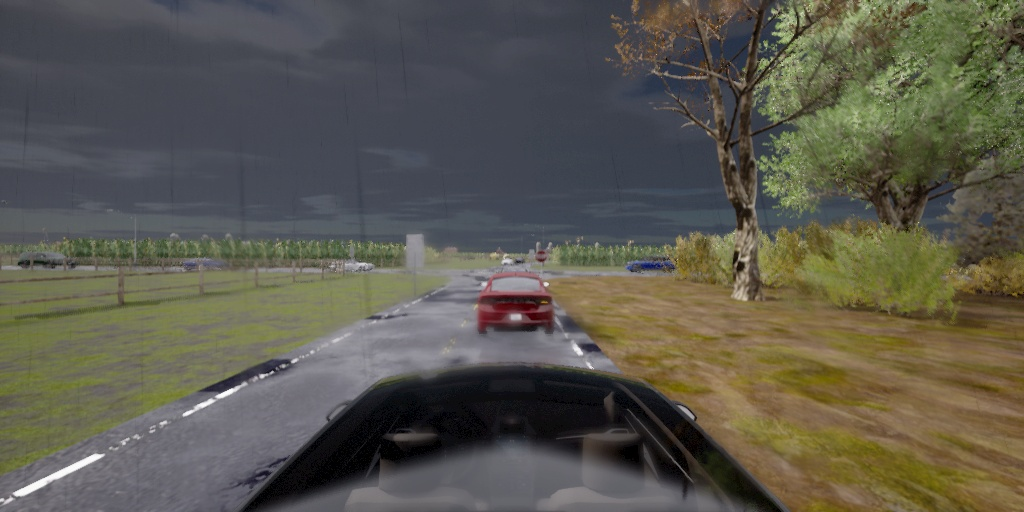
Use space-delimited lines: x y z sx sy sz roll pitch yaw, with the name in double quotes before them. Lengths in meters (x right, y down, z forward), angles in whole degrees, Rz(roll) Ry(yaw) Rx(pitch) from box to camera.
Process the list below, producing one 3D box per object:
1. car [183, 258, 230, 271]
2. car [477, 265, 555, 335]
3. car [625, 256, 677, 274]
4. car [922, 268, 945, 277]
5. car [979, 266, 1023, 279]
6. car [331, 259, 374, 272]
"car" -35.061 0.930 41.192 4.674 1.442 1.812 0 0 3
"car" 0.098 1.204 10.450 1.882 1.535 5.008 0 0 0
"car" 16.160 0.982 41.772 5.566 2.045 2.150 0 0 5
"car" 43.716 1.533 38.843 4.718 1.301 1.895 0 0 7
"car" 48.581 1.509 34.585 5.357 1.411 2.033 0 0 8
"car" -17.966 1.055 40.425 4.674 1.442 1.812 0 0 3
